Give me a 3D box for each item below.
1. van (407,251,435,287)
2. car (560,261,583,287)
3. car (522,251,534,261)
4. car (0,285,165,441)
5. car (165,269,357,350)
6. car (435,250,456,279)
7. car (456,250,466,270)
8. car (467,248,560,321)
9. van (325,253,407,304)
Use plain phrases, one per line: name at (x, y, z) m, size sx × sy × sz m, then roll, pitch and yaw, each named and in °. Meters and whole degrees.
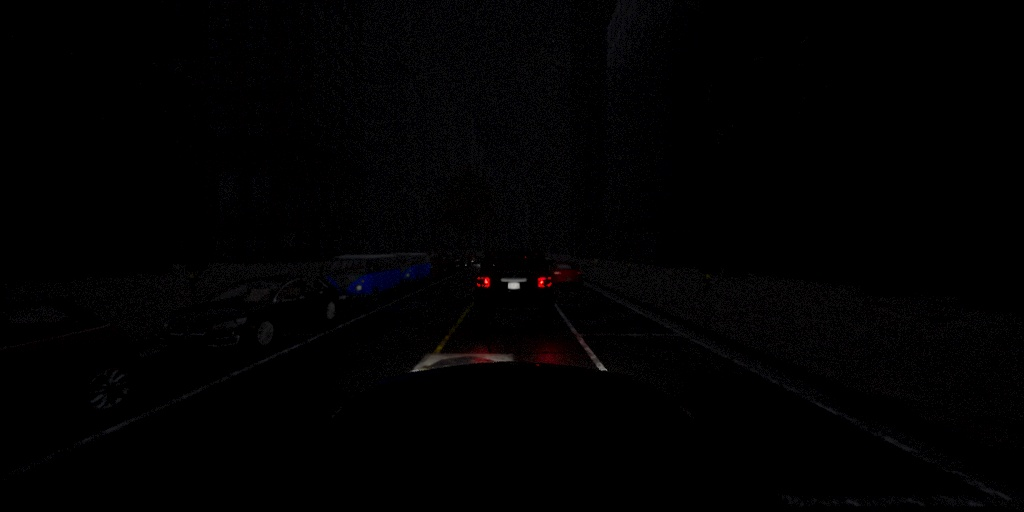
van at (-5.690, 0.696, 19.874) m, size 1.690 × 1.789 × 3.998 m, roll 0°, pitch 0°, yaw 0°
car at (2.835, 0.936, 19.846) m, size 1.802 × 1.307 × 4.207 m, roll 0°, pitch 0°, yaw 0°
car at (2.594, -0.024, 60.621) m, size 1.837 × 1.490 × 4.892 m, roll 0°, pitch 1°, yaw 0°
car at (-5.759, 1.166, 2.845) m, size 1.967 × 1.591 × 4.097 m, roll 0°, pitch 0°, yaw 0°
car at (-5.736, 1.153, 8.522) m, size 2.007 × 1.370 × 4.403 m, roll 0°, pitch 0°, yaw 0°
car at (-5.667, 0.546, 25.550) m, size 2.192 × 1.841 × 5.009 m, roll 0°, pitch 0°, yaw 0°
car at (-5.643, 0.423, 31.226) m, size 2.192 × 1.841 × 5.009 m, roll 0°, pitch 0°, yaw 0°
car at (0.094, 0.758, 11.569) m, size 2.150 × 2.045 × 5.566 m, roll 0°, pitch 1°, yaw 1°
van at (-5.713, 0.819, 14.198) m, size 1.690 × 1.789 × 3.998 m, roll 0°, pitch 0°, yaw 0°
